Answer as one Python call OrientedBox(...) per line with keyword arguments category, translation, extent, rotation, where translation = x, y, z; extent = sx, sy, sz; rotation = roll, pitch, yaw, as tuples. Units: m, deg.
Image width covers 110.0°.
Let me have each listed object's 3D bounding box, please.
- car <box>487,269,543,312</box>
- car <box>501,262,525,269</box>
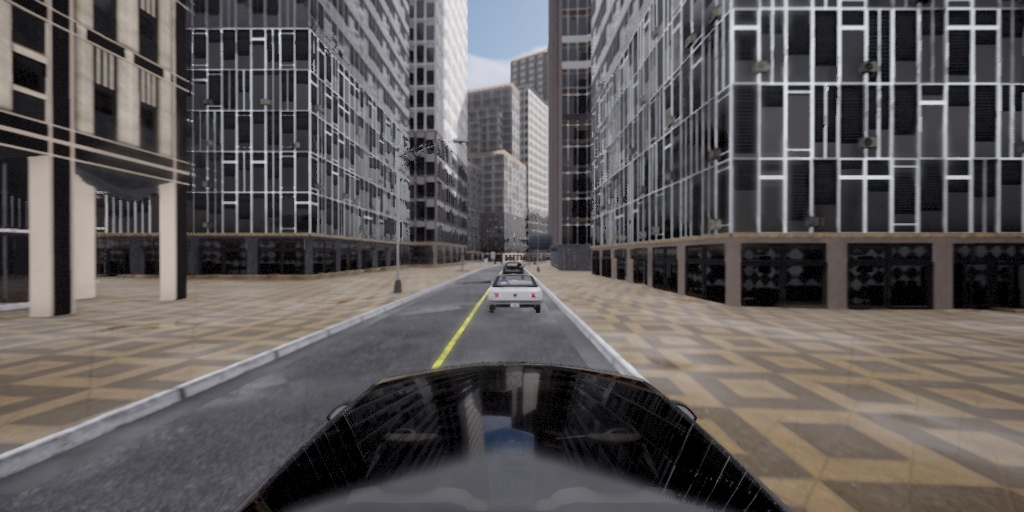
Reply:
OrientedBox(category="car", translation=(0.107, 1.355, 14.179), extent=(1.895, 1.301, 4.718), rotation=(0, 0, 0))
OrientedBox(category="car", translation=(0.117, 1.269, 32.073), extent=(1.837, 1.490, 4.892), rotation=(0, 0, 0))
